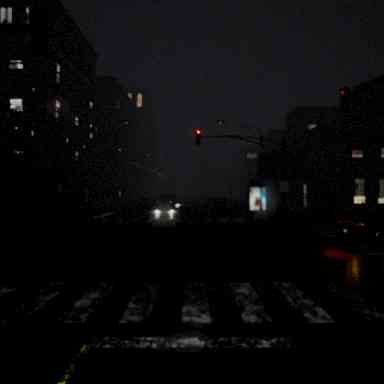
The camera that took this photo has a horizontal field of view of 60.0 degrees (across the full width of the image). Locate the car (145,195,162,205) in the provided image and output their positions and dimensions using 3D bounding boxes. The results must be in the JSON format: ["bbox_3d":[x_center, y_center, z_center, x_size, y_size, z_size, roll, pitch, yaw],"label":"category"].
[{"bbox_3d":[-5.705,1.221,50.172,2.008,1.369,4.403,0,0,0],"label":"car"}]

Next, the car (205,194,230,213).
[{"bbox_3d":[2.678,1.215,33.095,1.967,1.590,4.097,0,0,0],"label":"car"}]

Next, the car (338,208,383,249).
[{"bbox_3d":[8.664,1.413,13.867,5.008,1.535,1.882,0,0,-9],"label":"car"}]

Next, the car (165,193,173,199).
[{"bbox_3d":[-5.712,1.006,84.181,1.752,1.417,4.829,-1,0,0],"label":"car"}]

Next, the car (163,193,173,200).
[{"bbox_3d":[-5.712,0.950,78.653,1.967,1.590,4.097,0,0,0],"label":"car"}]

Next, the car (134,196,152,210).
[{"bbox_3d":[-5.703,1.290,38.779,2.008,1.369,4.403,0,0,0],"label":"car"}]

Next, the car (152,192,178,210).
[{"bbox_3d":[-3.100,1.092,38.709,2.097,1.767,4.553,0,0,0],"label":"car"}]

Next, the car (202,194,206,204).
[{"bbox_3d":[2.677,1.287,44.490,1.802,1.307,4.206,0,0,0],"label":"car"}]

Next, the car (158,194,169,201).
[{"bbox_3d":[-5.708,1.098,67.092,1.752,1.417,4.829,0,0,0],"label":"car"}]

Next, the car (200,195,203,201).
[{"bbox_3d":[2.675,1.221,50.187,2.008,1.369,4.403,0,0,0],"label":"car"}]

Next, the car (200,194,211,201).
[{"bbox_3d":[2.672,1.122,67.276,2.008,1.369,4.403,-1,0,0],"label":"car"}]
